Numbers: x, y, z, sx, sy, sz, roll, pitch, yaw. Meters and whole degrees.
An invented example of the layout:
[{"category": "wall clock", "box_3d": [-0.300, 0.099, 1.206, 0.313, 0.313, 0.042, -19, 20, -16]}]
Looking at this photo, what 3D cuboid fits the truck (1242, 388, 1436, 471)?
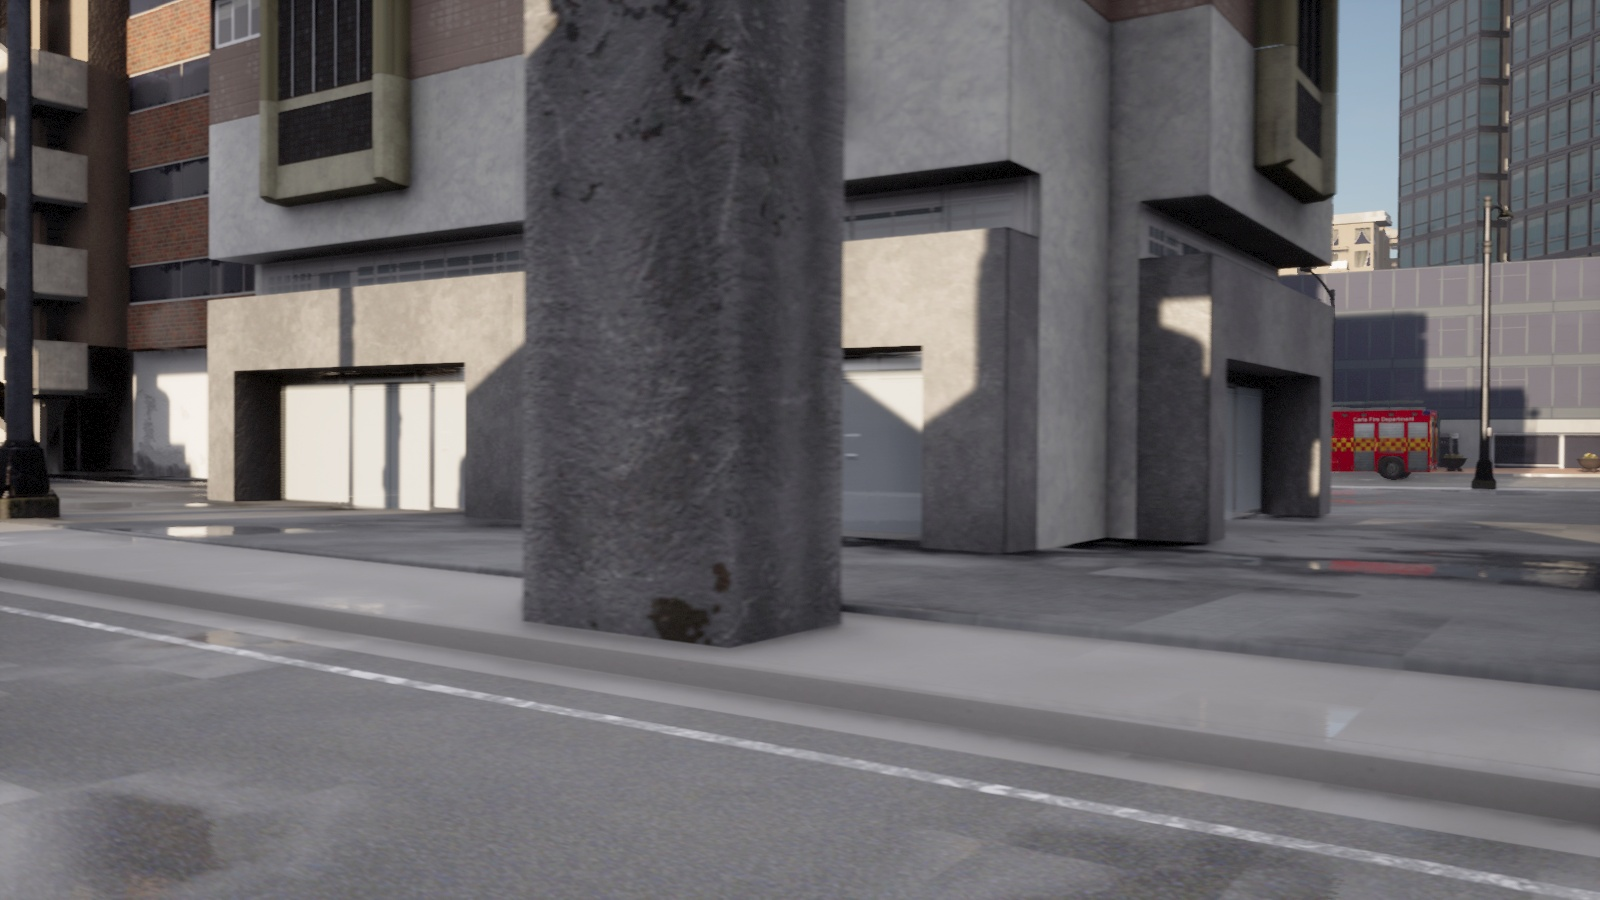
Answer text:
[{"category": "truck", "box_3d": [26.789, -0.944, 62.625, 8.468, 3.827, 2.891, -1, 0, 33]}]
